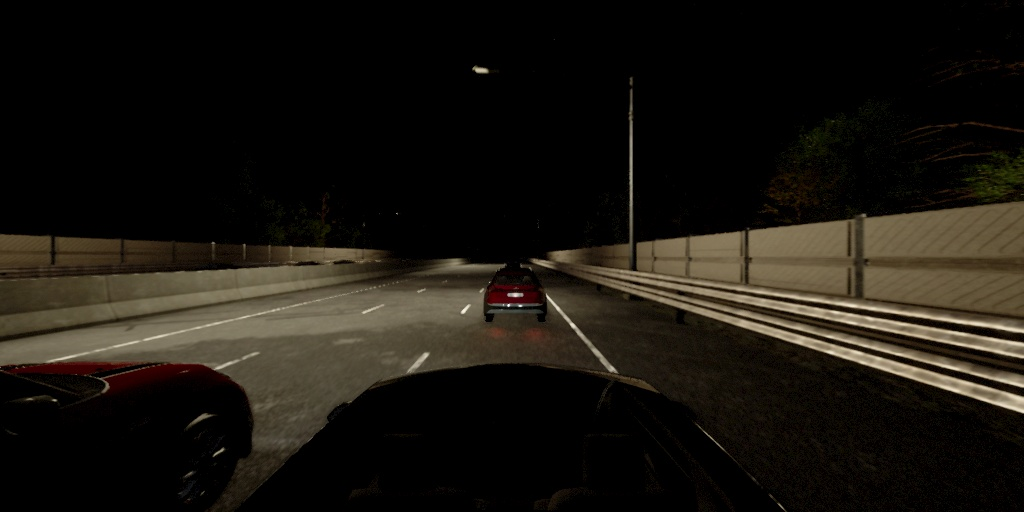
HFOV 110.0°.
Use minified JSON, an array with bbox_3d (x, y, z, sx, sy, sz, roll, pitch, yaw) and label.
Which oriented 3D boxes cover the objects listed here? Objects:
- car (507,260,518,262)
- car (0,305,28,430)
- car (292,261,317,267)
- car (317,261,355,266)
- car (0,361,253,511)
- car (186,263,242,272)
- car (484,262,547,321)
[{"bbox_3d":[0.109,1.271,42.966,1.837,1.490,4.892,0,0,0],"label":"car"},{"bbox_3d":[-6.902,1.297,1.682,2.033,1.411,5.357,0,0,0],"label":"car"},{"bbox_3d":[-21.078,1.290,36.649,1.812,1.442,4.674,0,0,0],"label":"car"},{"bbox_3d":[-17.582,1.269,36.948,1.837,1.490,4.892,0,0,0],"label":"car"},{"bbox_3d":[-3.400,1.103,1.371,2.097,1.767,4.553,0,0,0],"label":"car"},{"bbox_3d":[-24.589,1.287,29.762,1.812,1.442,4.674,0,0,0],"label":"car"},{"bbox_3d":[0.102,1.184,12.540,2.033,1.649,4.856,0,0,0],"label":"car"}]
